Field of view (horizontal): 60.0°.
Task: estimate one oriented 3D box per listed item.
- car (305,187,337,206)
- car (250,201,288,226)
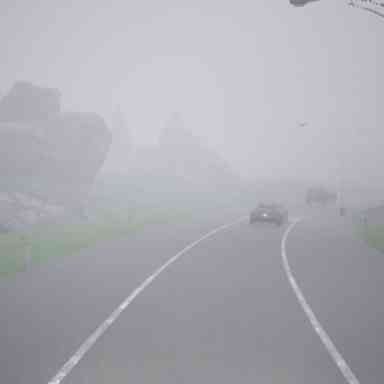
[{"bbox_3d":[14.946,0.433,38.399,2.150,2.045,5.566,4,4,40],"label":"car"},{"bbox_3d":[5.115,1.304,21.821,1.994,1.385,4.181,2,2,22],"label":"car"}]
